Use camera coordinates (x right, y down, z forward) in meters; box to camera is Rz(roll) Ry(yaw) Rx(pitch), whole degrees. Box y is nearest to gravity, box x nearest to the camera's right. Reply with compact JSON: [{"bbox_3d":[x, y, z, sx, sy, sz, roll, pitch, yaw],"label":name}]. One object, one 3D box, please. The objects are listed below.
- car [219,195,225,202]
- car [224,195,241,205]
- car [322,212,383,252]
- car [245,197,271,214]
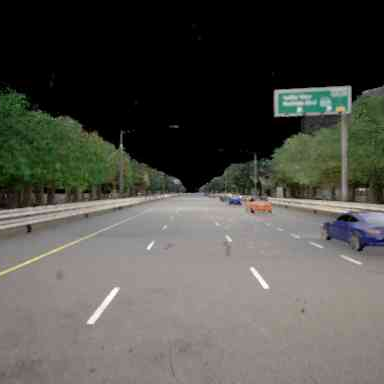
[{"bbox_3d":[7.125,1.478,74.328,1.837,1.490,4.892,0,0,0],"label":"car"},{"bbox_3d":[7.092,1.476,56.528,1.882,1.535,5.008,0,0,0],"label":"car"},{"bbox_3d":[7.013,1.532,13.785,1.812,1.442,4.674,0,0,0],"label":"car"},{"bbox_3d":[7.054,1.340,35.775,2.097,1.767,4.553,0,0,0],"label":"car"}]
